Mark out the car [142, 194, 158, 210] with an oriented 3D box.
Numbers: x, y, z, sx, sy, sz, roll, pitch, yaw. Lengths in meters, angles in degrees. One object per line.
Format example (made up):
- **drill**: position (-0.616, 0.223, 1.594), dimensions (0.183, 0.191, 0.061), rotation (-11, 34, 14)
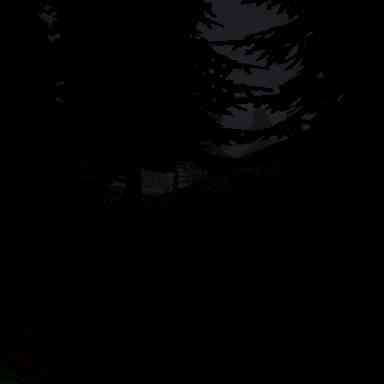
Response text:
- **car**: position (-6.438, 1.206, 39.240), dimensions (2.150, 2.045, 5.566), rotation (0, 0, 37)
